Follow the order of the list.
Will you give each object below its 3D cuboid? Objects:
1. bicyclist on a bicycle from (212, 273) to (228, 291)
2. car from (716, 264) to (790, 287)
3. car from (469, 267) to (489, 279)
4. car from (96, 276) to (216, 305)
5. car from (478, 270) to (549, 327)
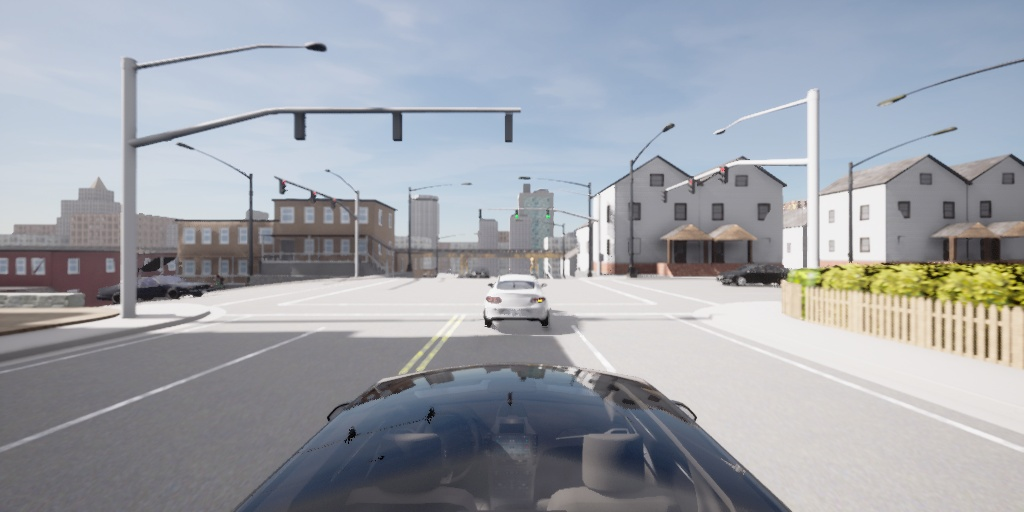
[{"bbox_3d":[-25.640,2.281,31.419,0.582,1.620,1.656,-8,0,0],"label":"bicyclist on a bicycle"},{"bbox_3d":[16.737,1.307,24.744,4.892,1.490,1.837,0,0,-1],"label":"car"},{"bbox_3d":[-3.613,2.251,41.129,2.150,2.045,5.566,0,-9,0],"label":"car"},{"bbox_3d":[-20.332,1.862,20.542,5.357,1.411,2.033,-5,0,-1],"label":"car"},{"bbox_3d":[0.176,1.298,11.518,1.812,1.442,4.674,0,0,2],"label":"car"}]
